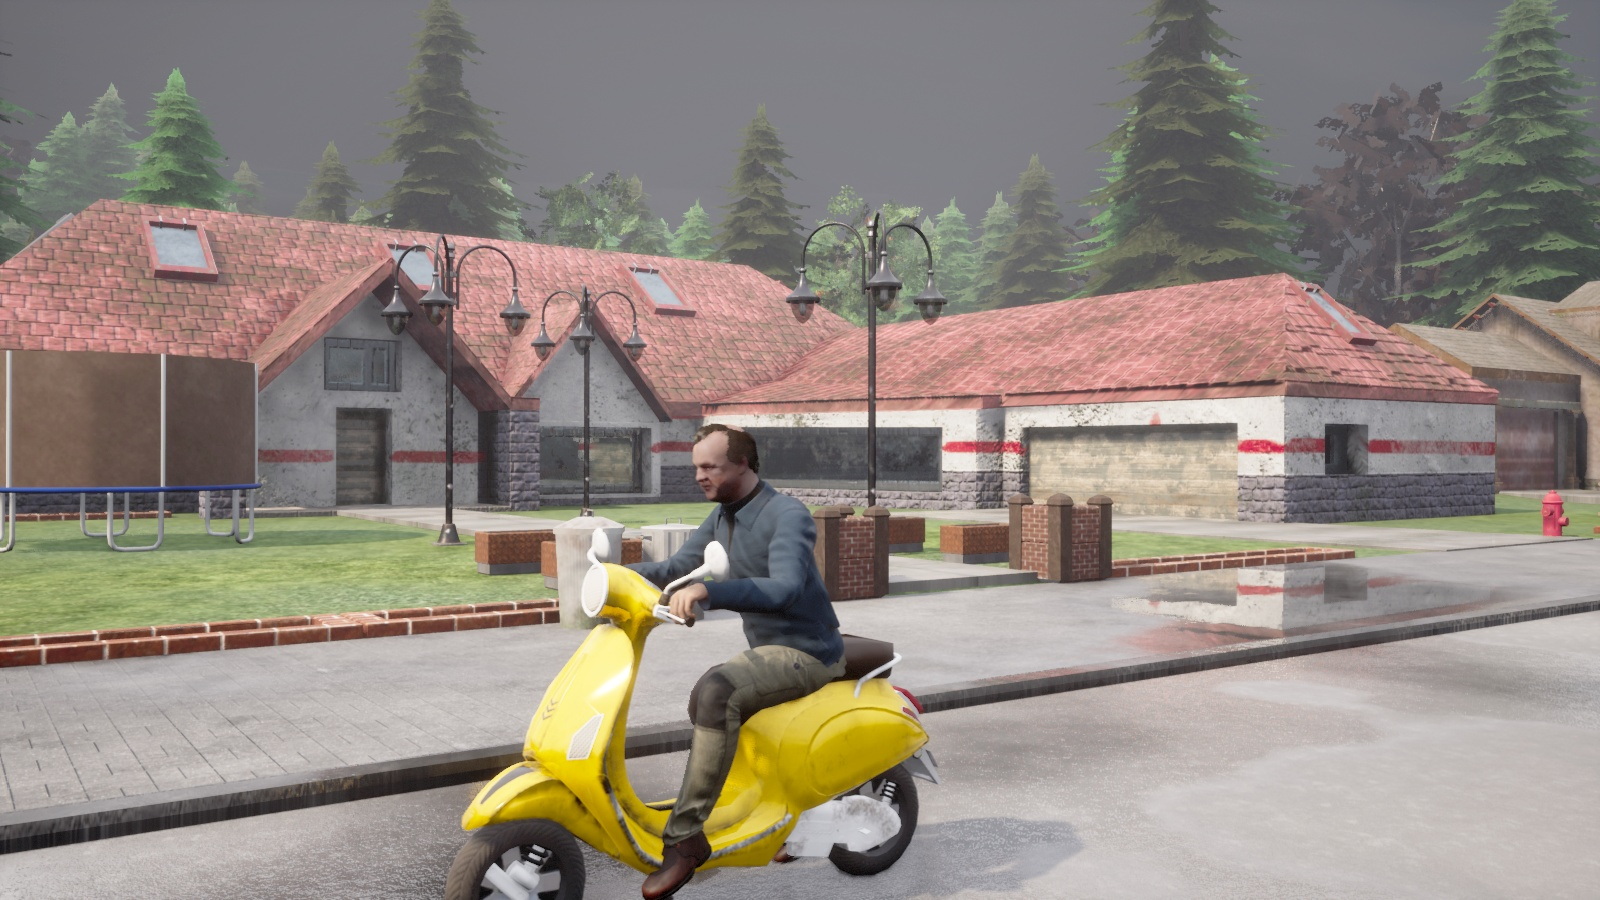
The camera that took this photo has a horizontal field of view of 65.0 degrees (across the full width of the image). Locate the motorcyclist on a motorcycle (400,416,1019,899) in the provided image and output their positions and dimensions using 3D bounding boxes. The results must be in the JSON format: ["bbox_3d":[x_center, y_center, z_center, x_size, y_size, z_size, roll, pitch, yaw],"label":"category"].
[{"bbox_3d":[-0.255,0.709,4.090,1.817,1.590,0.866,0,0,-35],"label":"motorcyclist on a motorcycle"}]
